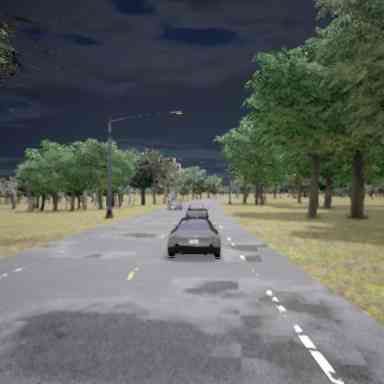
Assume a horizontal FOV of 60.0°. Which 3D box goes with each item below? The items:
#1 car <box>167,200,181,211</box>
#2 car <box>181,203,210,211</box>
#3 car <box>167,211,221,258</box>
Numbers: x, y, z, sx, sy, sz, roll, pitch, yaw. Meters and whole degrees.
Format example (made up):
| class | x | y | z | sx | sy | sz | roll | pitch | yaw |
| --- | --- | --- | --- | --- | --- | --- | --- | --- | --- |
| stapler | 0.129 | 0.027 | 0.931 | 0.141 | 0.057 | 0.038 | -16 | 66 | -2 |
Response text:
| class | x | y | z | sx | sy | sz | roll | pitch | yaw |
| --- | --- | --- | --- | --- | --- | --- | --- | --- | --- |
| car | -2.391 | 1.924 | 46.930 | 2.128 | 1.511 | 4.902 | 0 | 0 | 3 |
| car | 0.469 | 1.757 | 28.420 | 2.128 | 1.511 | 4.902 | 0 | 0 | 2 |
| car | 0.122 | 1.689 | 13.427 | 1.994 | 1.385 | 4.181 | 0 | 0 | 1 |
